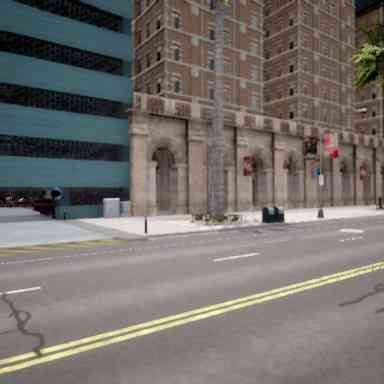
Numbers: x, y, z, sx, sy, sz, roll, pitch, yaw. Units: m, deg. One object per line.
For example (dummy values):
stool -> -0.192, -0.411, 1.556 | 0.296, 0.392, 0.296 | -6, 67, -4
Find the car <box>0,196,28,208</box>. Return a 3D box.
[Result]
car -> -22.829, 1.446, 45.066 | 4.718, 1.301, 1.895 | 0, 0, -35

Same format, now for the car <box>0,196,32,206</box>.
car -> -29.184, 1.395, 54.780 | 4.786, 1.482, 2.161 | 0, 0, -35

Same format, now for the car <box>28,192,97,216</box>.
car -> -11.476, 1.009, 30.438 | 5.566, 2.045, 2.435 | 0, 0, -35
